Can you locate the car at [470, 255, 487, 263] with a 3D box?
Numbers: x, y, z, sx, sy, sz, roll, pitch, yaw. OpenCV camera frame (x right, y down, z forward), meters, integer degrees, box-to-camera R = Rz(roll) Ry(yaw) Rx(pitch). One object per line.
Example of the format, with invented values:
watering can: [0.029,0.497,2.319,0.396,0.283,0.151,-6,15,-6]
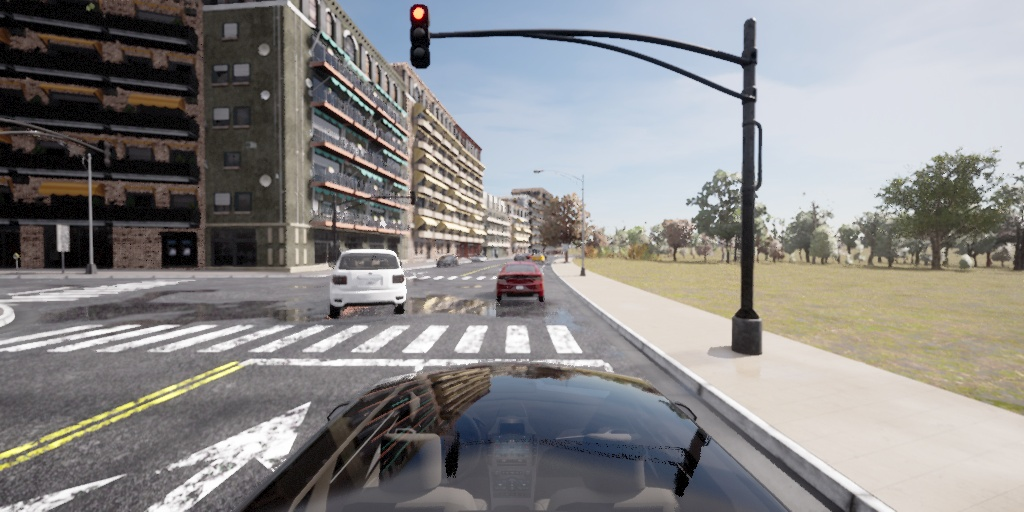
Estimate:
car: [-5.640,0.486,60.561,1.895,1.301,4.718,0,1,8]

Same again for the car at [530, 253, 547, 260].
car: [4.715,0.328,63.802,1.882,1.535,5.008,0,1,9]

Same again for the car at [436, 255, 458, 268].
car: [-7.732,0.642,43.197,1.812,1.442,4.674,0,1,6]

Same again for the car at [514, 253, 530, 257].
car: [1.431,0.340,63.828,2.128,1.511,4.902,0,1,9]

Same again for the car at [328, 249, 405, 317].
car: [-5.137,0.791,12.573,2.150,2.045,5.566,0,1,-25]

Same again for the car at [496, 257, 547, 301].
car: [0.381,0.992,15.813,1.882,1.535,5.008,0,1,2]
